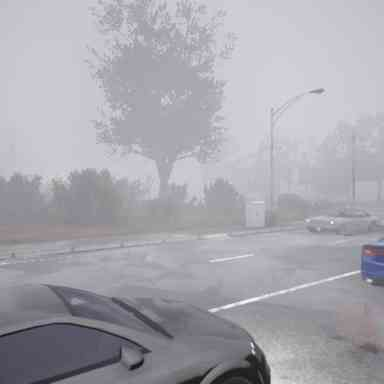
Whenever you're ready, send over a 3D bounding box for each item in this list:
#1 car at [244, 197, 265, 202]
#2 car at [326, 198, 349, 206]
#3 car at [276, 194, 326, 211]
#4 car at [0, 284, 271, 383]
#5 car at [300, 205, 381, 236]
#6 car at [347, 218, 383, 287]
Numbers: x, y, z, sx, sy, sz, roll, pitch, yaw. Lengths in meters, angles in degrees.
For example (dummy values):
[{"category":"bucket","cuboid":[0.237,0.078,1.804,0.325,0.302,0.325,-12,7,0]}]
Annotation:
[{"category":"car","cuboid":[9.542,1.521,50.735,1.837,1.490,4.892,0,1,-33]},{"category":"car","cuboid":[16.433,1.524,39.990,2.128,1.511,4.902,0,0,-33]},{"category":"car","cuboid":[12.564,1.250,39.580,2.150,2.045,5.566,0,0,-31]},{"category":"car","cuboid":[-1.264,1.564,2.847,4.181,1.385,1.994,0,0,-36]},{"category":"car","cuboid":[8.415,1.616,18.481,4.718,1.301,1.895,0,0,-34]},{"category":"car","cuboid":[6.113,1.486,8.145,5.008,1.535,1.882,0,0,-36]}]
